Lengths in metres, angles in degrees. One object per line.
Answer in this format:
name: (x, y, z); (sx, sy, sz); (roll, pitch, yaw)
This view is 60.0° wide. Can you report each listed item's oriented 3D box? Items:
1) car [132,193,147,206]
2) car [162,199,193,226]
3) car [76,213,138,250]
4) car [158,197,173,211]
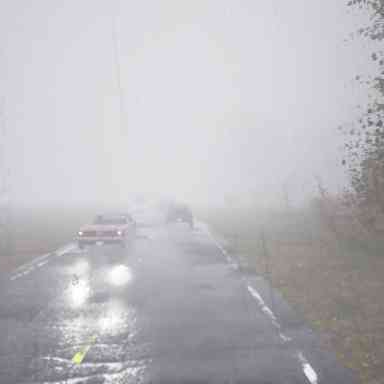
car: (-8.723, 1.246, 55.547); (2.150, 2.045, 5.566); (0, 0, -11)
car: (-0.984, 1.515, 23.373); (1.837, 1.490, 4.892); (0, 0, -5)
car: (-3.557, 1.612, 14.579); (1.895, 1.301, 4.718); (0, 0, -3)
car: (-3.155, 1.369, 41.859); (2.097, 1.767, 4.553); (0, 0, -8)
